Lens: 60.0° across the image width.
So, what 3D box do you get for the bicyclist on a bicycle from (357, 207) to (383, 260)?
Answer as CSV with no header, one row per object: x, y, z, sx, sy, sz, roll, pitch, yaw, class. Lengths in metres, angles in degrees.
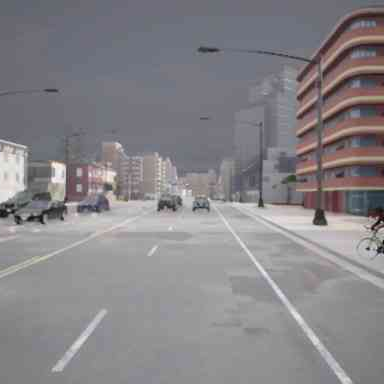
5.867,1.289,10.152,1.656,1.620,0.582,1,0,2,bicyclist on a bicycle

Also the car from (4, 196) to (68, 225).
-10.024,1.297,22.430,2.128,1.511,4.902,0,1,1,car

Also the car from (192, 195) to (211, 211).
0.998,1.291,35.774,2.033,1.411,5.357,0,1,2,car

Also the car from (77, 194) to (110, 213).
-9.702,1.068,32.934,2.097,1.767,4.553,0,1,2,car

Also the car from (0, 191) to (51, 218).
-13.388,0.970,27.246,2.150,2.045,5.566,0,1,2,car

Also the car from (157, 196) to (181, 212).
-2.527,1.238,35.155,1.837,1.490,4.892,0,1,2,car

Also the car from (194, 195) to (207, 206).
1.324,1.210,48.747,1.812,1.442,4.674,0,0,2,car

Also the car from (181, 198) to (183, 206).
-2.268,1.208,46.257,2.033,1.411,5.357,0,0,2,car
